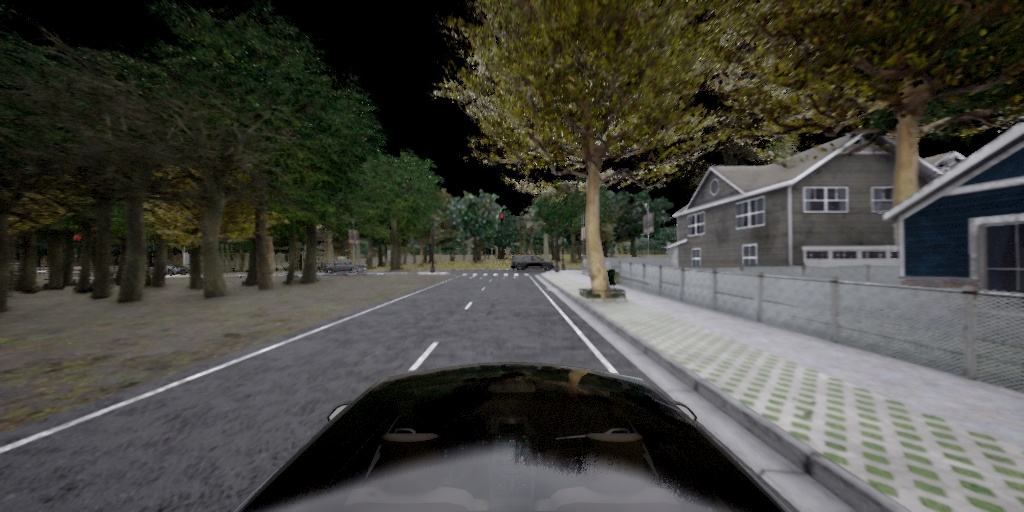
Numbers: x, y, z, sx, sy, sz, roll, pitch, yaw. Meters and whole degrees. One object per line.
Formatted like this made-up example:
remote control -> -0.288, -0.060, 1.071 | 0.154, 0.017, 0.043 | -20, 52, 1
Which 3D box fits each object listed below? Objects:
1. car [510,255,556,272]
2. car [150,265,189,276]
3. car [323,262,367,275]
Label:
car -> 2.555, 0.900, 43.380 | 5.566, 2.045, 2.150 | -1, 0, 0
car -> -41.931, 1.744, 43.523 | 4.181, 1.385, 1.994 | -1, -1, 0
car -> -20.221, 1.453, 43.455 | 4.902, 1.511, 2.128 | -1, -1, 0
